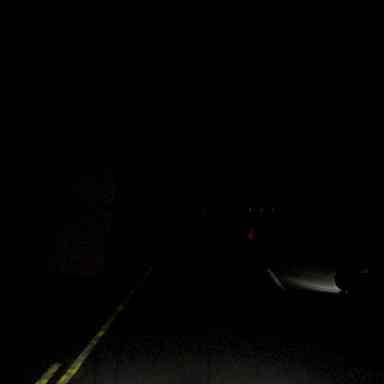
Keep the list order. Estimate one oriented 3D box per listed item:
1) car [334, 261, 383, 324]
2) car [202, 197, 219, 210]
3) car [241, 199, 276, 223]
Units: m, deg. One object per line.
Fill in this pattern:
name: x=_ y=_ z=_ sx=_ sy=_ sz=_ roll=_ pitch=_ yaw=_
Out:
car: x=3.791 y=1.542 z=4.528 sx=2.033 sy=1.411 sz=5.357 roll=0 pitch=0 yaw=3
car: x=2.236 y=1.397 z=41.452 sx=1.812 sy=1.442 sz=4.674 roll=0 pitch=0 yaw=3
car: x=4.855 y=1.284 z=24.840 sx=2.097 sy=1.767 sz=4.553 roll=0 pitch=0 yaw=3
